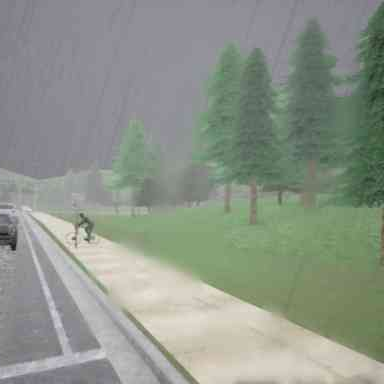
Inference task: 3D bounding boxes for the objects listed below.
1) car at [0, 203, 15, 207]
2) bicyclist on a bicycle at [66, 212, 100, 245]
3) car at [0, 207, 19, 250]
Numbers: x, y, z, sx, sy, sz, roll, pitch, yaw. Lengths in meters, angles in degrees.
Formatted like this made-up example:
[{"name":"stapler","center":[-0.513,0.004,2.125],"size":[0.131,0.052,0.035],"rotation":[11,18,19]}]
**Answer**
[{"name":"car","center":[-21.200,2.297,37.837],"size":[2.150,2.045,5.566],"rotation":[2,-2,-28]},{"name":"bicyclist on a bicycle","center":[-5.414,1.857,16.673],"size":[1.656,1.620,0.582],"rotation":[2,-2,-28]},{"name":"car","center":[-9.862,1.817,16.577],"size":[2.097,1.767,4.553],"rotation":[2,-3,-28]}]
